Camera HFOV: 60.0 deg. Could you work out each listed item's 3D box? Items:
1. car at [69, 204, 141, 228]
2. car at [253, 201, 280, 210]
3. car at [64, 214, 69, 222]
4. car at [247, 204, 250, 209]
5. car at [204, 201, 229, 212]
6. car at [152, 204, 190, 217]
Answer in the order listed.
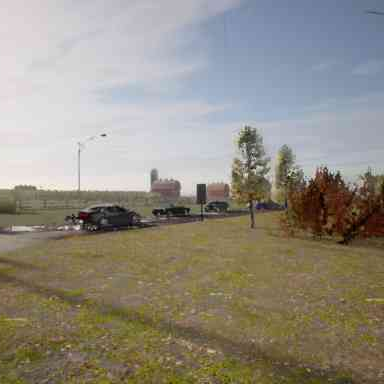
[{"bbox_3d":[-5.631,1.625,22.965,1.837,1.490,4.892,-1,-1,34],"label":"car"},{"bbox_3d":[11.452,1.649,50.322,2.150,2.045,5.566,-1,-1,32],"label":"car"},{"bbox_3d":[-7.508,1.763,26.737,2.033,1.411,5.357,-1,-1,32],"label":"car"},{"bbox_3d":[11.319,1.873,56.853,2.150,2.045,5.566,-1,-1,31],"label":"car"},{"bbox_3d":[3.325,1.913,44.063,1.837,1.490,4.892,-1,-1,32],"label":"car"},{"bbox_3d":[-2.180,1.909,35.229,1.895,1.301,4.718,-1,-1,32],"label":"car"}]
